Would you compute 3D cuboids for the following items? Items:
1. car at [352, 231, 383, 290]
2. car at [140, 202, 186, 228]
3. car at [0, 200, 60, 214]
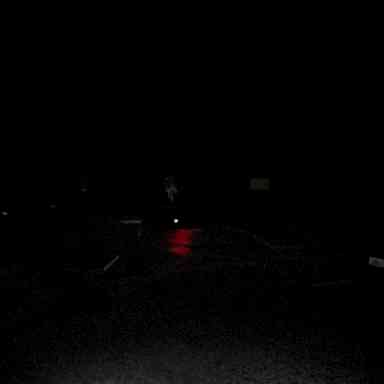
[{"bbox_3d":[5.952,1.501,7.572,4.792,1.488,2.163,1,0,-20],"label":"car"},{"bbox_3d":[-1.969,1.460,21.961,1.837,1.490,4.892,1,0,-25],"label":"car"},{"bbox_3d":[-16.138,1.482,33.207,5.357,1.411,2.033,0,0,1],"label":"car"}]
